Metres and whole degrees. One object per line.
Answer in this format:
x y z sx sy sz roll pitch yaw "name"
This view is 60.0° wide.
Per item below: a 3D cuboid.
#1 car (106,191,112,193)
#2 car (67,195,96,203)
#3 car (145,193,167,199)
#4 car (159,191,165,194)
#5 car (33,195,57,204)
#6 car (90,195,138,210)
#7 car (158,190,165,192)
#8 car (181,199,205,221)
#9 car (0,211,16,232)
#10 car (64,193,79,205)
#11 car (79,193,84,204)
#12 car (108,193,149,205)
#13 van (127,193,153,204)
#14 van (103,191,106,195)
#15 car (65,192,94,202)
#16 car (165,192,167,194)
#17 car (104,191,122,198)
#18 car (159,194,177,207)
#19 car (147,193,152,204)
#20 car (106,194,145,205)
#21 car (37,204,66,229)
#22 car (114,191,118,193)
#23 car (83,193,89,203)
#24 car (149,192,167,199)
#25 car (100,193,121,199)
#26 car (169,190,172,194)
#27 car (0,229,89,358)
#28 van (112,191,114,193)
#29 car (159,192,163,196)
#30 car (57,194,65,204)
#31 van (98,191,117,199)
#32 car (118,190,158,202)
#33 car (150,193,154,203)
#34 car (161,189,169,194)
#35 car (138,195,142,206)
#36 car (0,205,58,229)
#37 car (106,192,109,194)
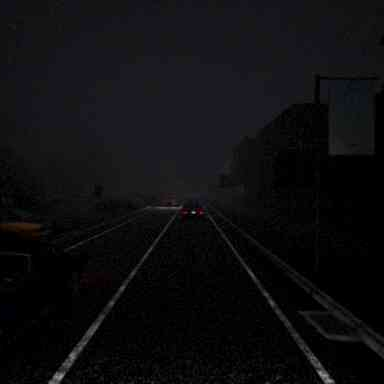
-21.727 1.025 77.283 4.553 1.767 2.185 0 1 0 "car"
-21.825 1.330 65.983 5.008 1.535 2.097 0 0 0 "car"
-9.321 0.986 85.869 5.366 1.575 1.946 0 1 0 "car"
-9.198 1.201 74.567 5.008 1.535 2.097 0 1 0 "car"
-21.921 1.231 46.330 4.553 1.767 2.185 0 0 0 "car"
-9.436 1.392 40.638 4.792 1.488 2.163 0 0 0 "car"
-9.218 1.022 77.390 4.553 1.767 2.185 0 1 0 "car"
0.095 1.545 26.744 2.033 1.411 5.357 0 0 0 "car"
-9.342 1.566 11.878 4.792 1.488 2.163 0 0 0 "car"
-21.907 1.348 54.802 4.892 1.521 2.231 0 0 0 "car"
-21.854 1.373 57.500 4.792 1.488 2.163 0 0 0 "car"
-9.542 1.350 49.117 5.366 1.575 1.946 0 0 0 "car"
-9.405 1.114 60.419 4.442 1.987 1.878 0 0 0 "van"
-21.674 1.029 71.758 4.442 1.987 1.878 0 1 0 "van"
-21.820 1.086 63.147 5.566 2.045 2.435 0 0 0 "car"
-9.172 1.135 80.218 4.674 1.452 2.002 0 1 0 "car"
-21.702 0.760 91.399 4.553 1.767 2.185 0 1 0 "car"
-3.317 1.401 49.879 1.882 1.535 5.008 0 0 0 "car"
-9.334 1.350 51.942 5.008 1.535 2.097 0 0 0 "car"
-9.376 1.396 46.290 4.674 1.452 2.002 0 0 0 "car"
-9.310 1.581 17.303 4.674 1.452 2.002 -1 0 1 "car"
-21.728 1.044 83.057 4.892 1.521 2.231 0 1 0 "car"
-21.836 1.370 60.324 4.792 1.488 2.163 0 0 0 "car"
-9.150 0.810 88.691 4.553 1.767 2.185 0 1 0 "car"
-21.693 0.939 88.578 5.008 1.535 2.097 0 1 0 "car"
-9.270 0.826 94.345 5.366 1.575 1.946 0 1 0 "car"
-3.351 1.602 5.590 1.895 1.301 4.718 0 0 0 "car"
-21.857 0.870 80.229 4.442 1.987 1.878 0 1 0 "van"
-9.218 1.294 71.743 4.674 1.452 2.002 0 1 0 "car"
-21.931 1.353 49.030 5.008 1.535 2.097 0 0 0 "car"
-21.820 0.764 85.878 4.442 1.987 1.878 0 1 0 "van"
-9.277 1.092 57.593 5.566 2.045 2.435 0 0 0 "car"
-9.328 1.346 54.767 5.008 1.535 2.097 0 0 0 "car"
-9.181 0.790 83.038 5.566 2.045 2.435 0 1 0 "car"
-9.393 1.399 43.465 4.674 1.452 2.002 0 0 0 "car"
-9.118 1.536 14.661 5.366 1.575 1.946 0 0 0 "car"
-21.807 1.231 74.589 4.792 1.488 2.163 0 1 0 "car"
